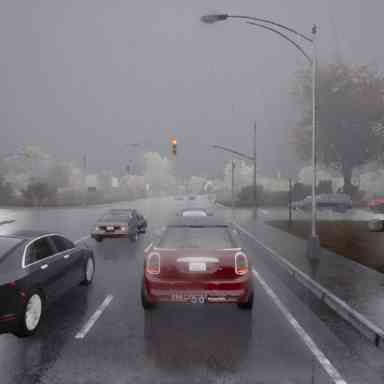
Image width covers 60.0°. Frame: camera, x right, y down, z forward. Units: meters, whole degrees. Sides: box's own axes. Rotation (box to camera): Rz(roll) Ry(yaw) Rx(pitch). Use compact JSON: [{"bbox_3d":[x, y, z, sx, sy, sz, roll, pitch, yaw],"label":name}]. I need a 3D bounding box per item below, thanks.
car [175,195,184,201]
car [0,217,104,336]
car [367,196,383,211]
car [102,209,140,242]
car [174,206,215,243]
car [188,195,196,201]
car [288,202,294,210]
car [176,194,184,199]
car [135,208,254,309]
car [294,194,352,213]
[{"bbox_3d":[-3.424,1.544,85.290,1.994,1.385,4.181,0,0,0],"label":"car"},{"bbox_3d":[-3.393,1.505,6.636,1.837,1.490,4.892,0,0,0],"label":"car"},{"bbox_3d":[23.854,1.211,39.372,5.566,2.045,2.150,0,0,3],"label":"car"},{"bbox_3d":[-3.388,1.547,16.294,2.033,1.411,5.357,0,0,0],"label":"car"},{"bbox_3d":[0.114,1.526,17.089,1.812,1.442,4.674,0,0,0],"label":"car"},{"bbox_3d":[0.074,1.500,84.967,1.837,1.490,4.892,0,0,0],"label":"car"},{"bbox_3d":[14.020,1.505,39.913,4.892,1.490,1.837,0,0,3],"label":"car"},{"bbox_3d":[-3.376,1.402,95.317,1.994,1.385,4.181,0,0,1],"label":"car"},{"bbox_3d":[0.106,1.352,8.049,2.097,1.767,4.553,0,0,0],"label":"car"},{"bbox_3d":[14.496,1.221,36.377,5.566,2.045,2.150,0,0,3],"label":"car"}]
